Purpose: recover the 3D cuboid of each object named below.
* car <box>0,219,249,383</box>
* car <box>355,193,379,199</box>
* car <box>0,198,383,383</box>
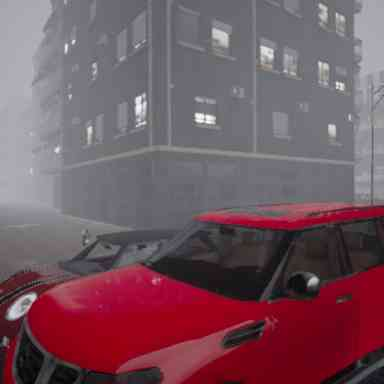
[{"bbox_3d":[-1.193,1.426,5.709,4.097,1.590,1.967,0,0,-35],"label":"car"},{"bbox_3d":[17.200,1.058,33.052,2.192,1.841,5.009,0,0,-36],"label":"car"},{"bbox_3d":[0.920,1.203,4.034,5.566,2.045,2.150,0,0,-35],"label":"car"}]
